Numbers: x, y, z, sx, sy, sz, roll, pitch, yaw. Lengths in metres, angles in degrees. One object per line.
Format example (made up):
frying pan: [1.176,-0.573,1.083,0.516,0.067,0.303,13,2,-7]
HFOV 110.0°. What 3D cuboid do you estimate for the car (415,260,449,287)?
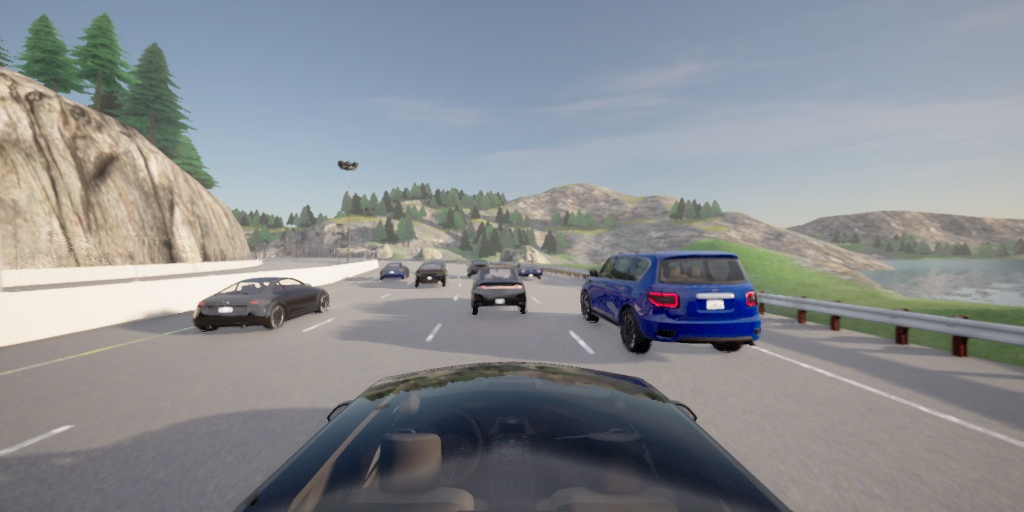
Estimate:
car: [-5.234,1.147,23.791,1.882,1.535,5.008,-1,1,-8]

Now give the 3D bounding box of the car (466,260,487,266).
car: [-3.013,1.106,32.197,1.837,1.490,4.892,0,0,-10]

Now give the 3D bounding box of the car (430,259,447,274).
car: [-8.329,1.125,40.553,1.812,1.442,4.674,-1,1,-12]

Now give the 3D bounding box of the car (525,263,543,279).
car: [1.072,1.183,29.175,1.895,1.301,4.718,-1,0,-9]

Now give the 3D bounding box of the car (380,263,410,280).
car: [-9.725,1.236,29.998,1.994,1.385,4.181,-1,0,-10]

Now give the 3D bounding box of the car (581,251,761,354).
car: [3.293,0.902,8.736,2.150,2.045,5.566,0,0,-3]

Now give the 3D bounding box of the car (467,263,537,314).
car: [-0.559,1.179,13.476,2.128,1.511,4.902,-1,0,-5]

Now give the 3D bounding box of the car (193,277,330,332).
car: [-7.390,1.325,11.081,1.994,1.385,4.181,0,0,-4]
